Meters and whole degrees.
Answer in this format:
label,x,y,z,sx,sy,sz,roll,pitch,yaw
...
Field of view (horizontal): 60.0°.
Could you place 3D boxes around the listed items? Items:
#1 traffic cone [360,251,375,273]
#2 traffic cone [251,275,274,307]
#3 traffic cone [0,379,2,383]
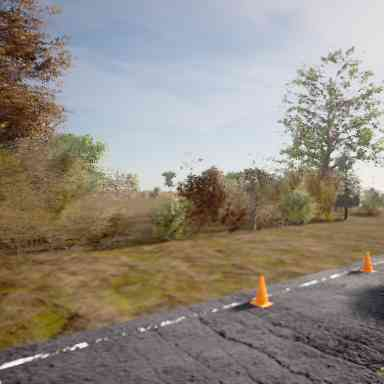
label,x,y,z,sx,sy,sz,roll,pitch,yaw
traffic cone,5.271,2.081,9.978,0.340,0.580,0.340,1,-1,-40
traffic cone,1.454,2.023,6.892,0.340,0.580,0.340,1,-1,-38
traffic cone,-2.465,1.967,3.935,0.340,0.580,0.340,1,-1,-36
